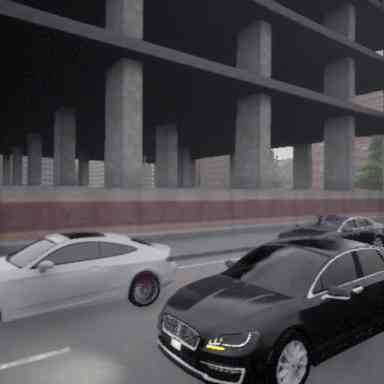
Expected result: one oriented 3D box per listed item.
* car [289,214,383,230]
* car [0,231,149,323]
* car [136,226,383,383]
[{"bbox_3d":[5.058,1.562,11.884,4.902,1.511,2.128,0,0,-35],"label":"car"},{"bbox_3d":[-2.469,1.536,6.526,4.674,1.442,1.812,1,0,-35],"label":"car"},{"bbox_3d":[1.796,1.534,5.266,4.892,1.490,1.837,1,0,-35],"label":"car"}]
